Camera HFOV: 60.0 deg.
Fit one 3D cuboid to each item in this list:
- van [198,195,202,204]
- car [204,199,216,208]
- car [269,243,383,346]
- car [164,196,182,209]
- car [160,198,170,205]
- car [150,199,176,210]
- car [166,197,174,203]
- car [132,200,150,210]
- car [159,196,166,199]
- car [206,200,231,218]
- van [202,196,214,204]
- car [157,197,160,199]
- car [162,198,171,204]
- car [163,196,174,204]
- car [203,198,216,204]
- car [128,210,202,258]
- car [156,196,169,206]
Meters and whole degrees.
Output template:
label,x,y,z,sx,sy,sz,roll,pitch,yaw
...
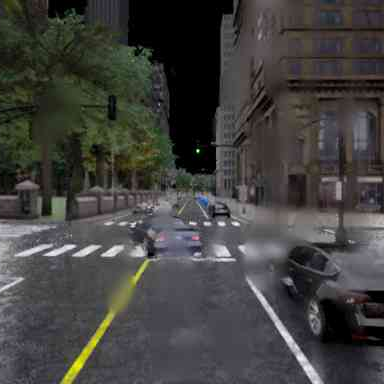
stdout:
label,x,y,z,sx,sy,sz,roll,pitch,yaw
van,2.767,1.800,70.810,1.690,1.788,3.998,0,0,0
car,2.764,1.825,38.287,1.947,1.339,4.313,0,0,0
car,2.760,1.612,6.431,1.947,1.339,4.313,0,0,0
car,-3.059,1.862,53.506,1.837,1.490,4.892,0,-1,0
car,-5.758,1.983,70.660,1.752,1.417,4.829,0,0,0
car,-3.092,1.770,35.916,1.812,1.442,4.674,0,0,0
car,-5.756,2.117,87.090,1.947,1.339,4.313,0,0,0
car,-5.762,1.810,38.308,2.008,1.369,4.403,0,0,0
car,-5.760,1.835,59.989,1.967,1.590,4.097,0,0,0
car,2.763,1.789,32.867,1.947,1.339,4.313,0,0,0
van,2.764,1.670,49.129,1.690,1.788,3.998,0,0,0
car,-5.761,1.735,43.728,1.967,1.590,4.097,0,0,0
car,-5.757,2.014,76.080,1.752,1.417,4.829,0,0,0
car,-5.758,1.836,81.671,2.192,1.841,5.009,0,0,0
car,2.764,1.821,43.878,1.752,1.417,4.829,0,0,0
car,-1.279,1.652,13.422,2.033,1.411,5.357,0,-1,-20
car,-5.759,1.742,65.411,2.192,1.841,5.009,0,0,0
